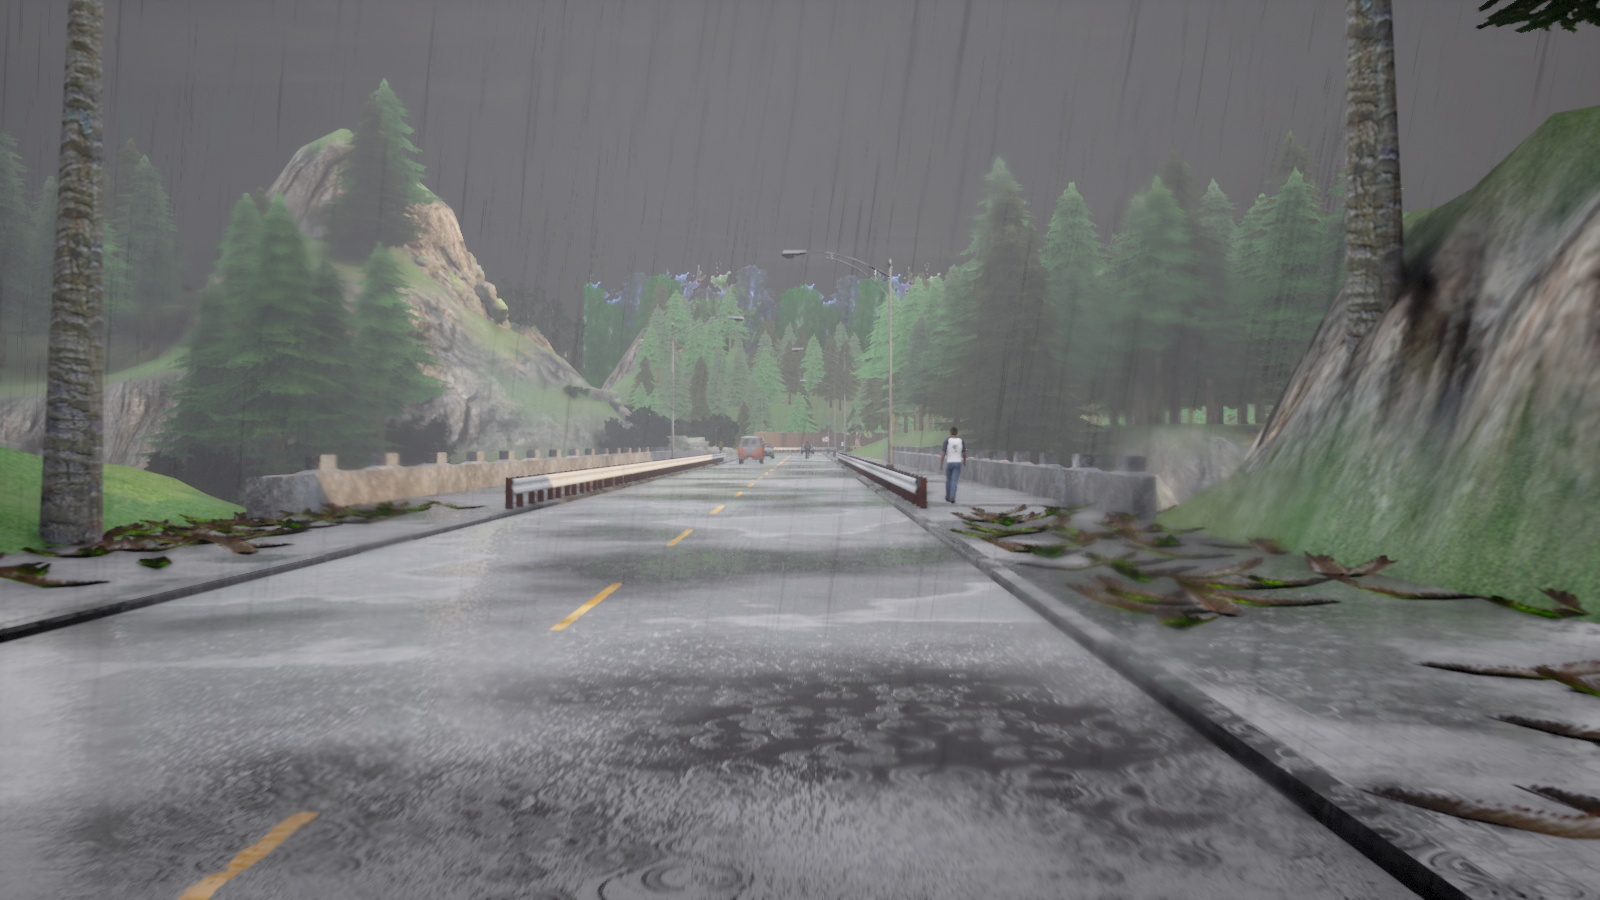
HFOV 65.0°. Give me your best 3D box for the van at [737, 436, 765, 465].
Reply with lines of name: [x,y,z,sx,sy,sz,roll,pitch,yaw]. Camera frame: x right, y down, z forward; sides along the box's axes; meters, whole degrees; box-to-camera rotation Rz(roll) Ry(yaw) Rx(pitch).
van: [-3.457,-0.003,88.558,1.775,1.987,4.442,0,0,0]

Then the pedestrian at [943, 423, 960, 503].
pedestrian: [3.508,0.295,29.097,0.354,1.836,0.706,0,0,3]
